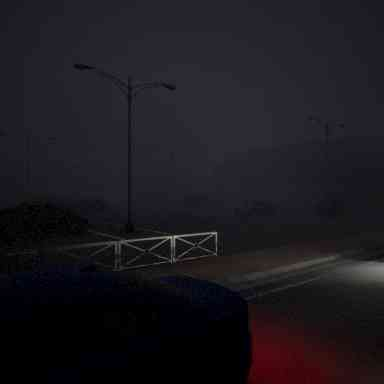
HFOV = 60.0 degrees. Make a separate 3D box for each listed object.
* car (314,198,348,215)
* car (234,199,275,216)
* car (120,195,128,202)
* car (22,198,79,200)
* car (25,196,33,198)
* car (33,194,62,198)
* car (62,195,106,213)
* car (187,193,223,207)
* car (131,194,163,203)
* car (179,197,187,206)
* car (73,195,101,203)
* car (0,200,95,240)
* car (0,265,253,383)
[{"bbox_3d":[13.302,1.373,31.956,3.633,1.501,1.845,0,0,-38],"label":"car"},{"bbox_3d":[5.596,1.384,29.821,3.806,1.475,1.970,0,0,-38],"label":"car"},{"bbox_3d":[-11.877,1.232,63.940,3.806,1.475,1.970,0,0,-38],"label":"car"},{"bbox_3d":[-9.328,1.330,18.608,5.027,1.636,2.152,0,0,-38],"label":"car"},{"bbox_3d":[-23.446,1.097,50.979,4.605,1.855,1.932,0,0,-38],"label":"car"},{"bbox_3d":[-16.450,1.298,40.648,4.514,1.523,2.007,0,0,-38],"label":"car"},{"bbox_3d":[-10.419,1.320,32.681,3.633,1.501,1.845,0,0,-38],"label":"car"},{"bbox_3d":[2.132,1.097,46.809,4.605,1.855,1.932,0,0,-38],"label":"car"},{"bbox_3d":[-7.725,1.153,59.036,5.027,1.636,2.152,0,0,-38],"label":"car"},{"bbox_3d":[0.041,1.077,48.868,3.866,1.878,1.905,0,0,-38],"label":"car"},{"bbox_3d":[-19.702,1.298,62.572,4.514,1.523,2.007,0,0,-38],"label":"car"},{"bbox_3d":[-7.382,1.340,16.147,4.514,1.523,2.007,0,0,-38],"label":"car"},{"bbox_3d":[-1.652,1.478,2.733,5.008,1.535,1.882,0,0,-38],"label":"car"}]
